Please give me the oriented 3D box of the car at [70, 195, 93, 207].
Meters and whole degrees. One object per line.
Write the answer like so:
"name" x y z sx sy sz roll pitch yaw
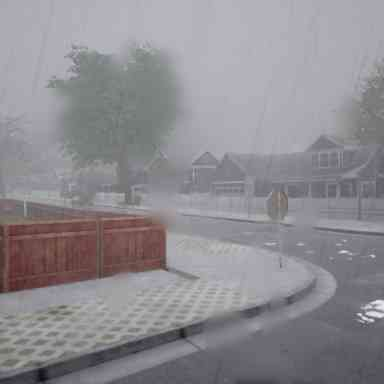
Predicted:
"car" -14.912 1.216 44.770 1.837 1.490 4.892 -2 2 -36
